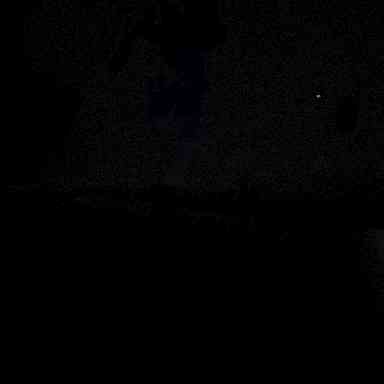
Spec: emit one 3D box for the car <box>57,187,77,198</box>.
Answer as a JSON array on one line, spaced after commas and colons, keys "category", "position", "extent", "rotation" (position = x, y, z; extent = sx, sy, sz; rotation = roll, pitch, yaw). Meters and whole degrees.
[{"category": "car", "position": [-18.735, 0.045, 49.857], "extent": [1.882, 1.535, 5.008], "rotation": [-2, 3, -36]}]
